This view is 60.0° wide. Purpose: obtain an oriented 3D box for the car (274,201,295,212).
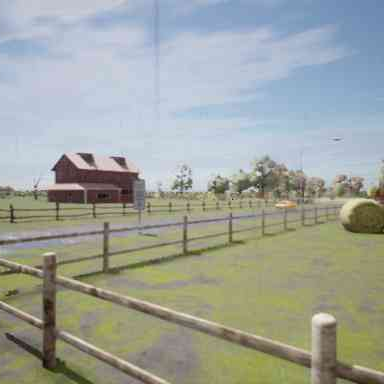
[{"bbox_3d":[13.936,2.094,49.941,1.882,1.535,5.008,0,-1,35],"label":"car"}]
